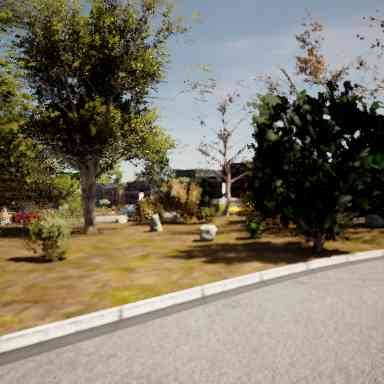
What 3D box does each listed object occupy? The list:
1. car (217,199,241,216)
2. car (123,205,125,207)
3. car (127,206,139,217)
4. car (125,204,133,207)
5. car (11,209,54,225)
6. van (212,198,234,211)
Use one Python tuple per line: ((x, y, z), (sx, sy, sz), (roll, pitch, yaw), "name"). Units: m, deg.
((5.828, 1.911, 37.583), (5.366, 1.575, 1.946), (0, -2, -37), "car")
((-10.309, 2.980, 58.903), (4.553, 1.767, 2.185), (0, -3, -37), "car")
((-5.858, 2.767, 43.412), (4.892, 1.490, 1.837), (-3, 2, -31), "car")
((-8.340, 2.983, 56.412), (4.674, 1.452, 2.002), (0, -3, -37), "car")
((-16.614, 2.687, 35.816), (5.008, 1.535, 1.882), (1, -1, -37), "car")
((4.363, 1.784, 39.988), (4.442, 1.987, 1.878), (0, -2, -37), "van")
